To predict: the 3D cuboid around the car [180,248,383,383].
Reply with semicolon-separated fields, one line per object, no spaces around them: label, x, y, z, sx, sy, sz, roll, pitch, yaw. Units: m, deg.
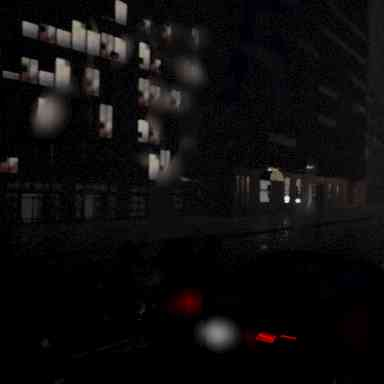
car;1.893;1.568;4.950;4.181;1.385;1.994;0;0;-37
